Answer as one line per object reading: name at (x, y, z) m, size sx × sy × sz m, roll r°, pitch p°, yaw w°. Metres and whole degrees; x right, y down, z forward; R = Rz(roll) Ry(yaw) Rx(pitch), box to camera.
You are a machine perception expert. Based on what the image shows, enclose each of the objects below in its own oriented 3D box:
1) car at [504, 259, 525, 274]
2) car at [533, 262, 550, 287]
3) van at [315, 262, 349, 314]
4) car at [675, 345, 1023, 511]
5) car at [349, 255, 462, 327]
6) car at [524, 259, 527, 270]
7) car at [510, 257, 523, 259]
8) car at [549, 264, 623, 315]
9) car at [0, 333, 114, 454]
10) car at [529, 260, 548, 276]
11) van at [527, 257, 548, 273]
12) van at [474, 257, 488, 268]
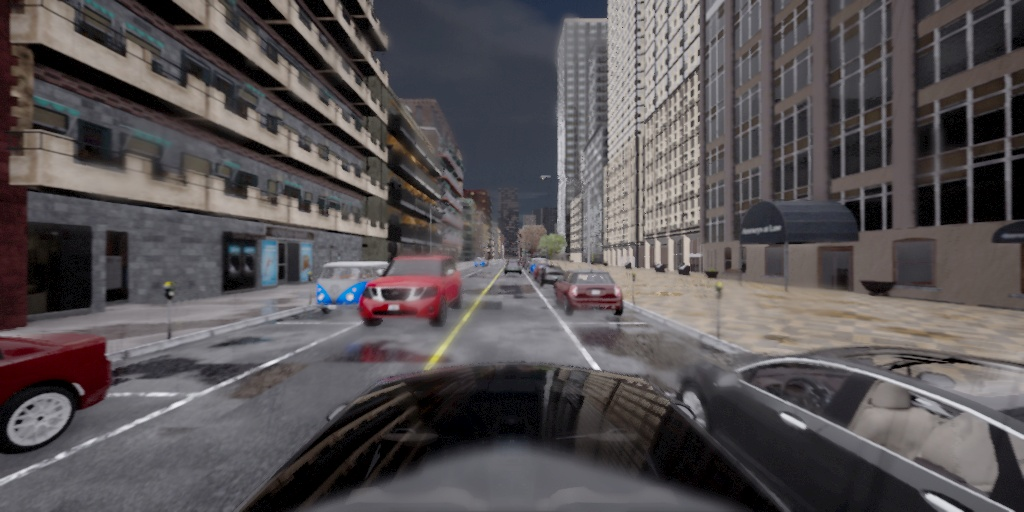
car at (0.109, 1.334, 40.893) m, size 1.994 × 1.385 × 4.181 m, roll 0°, pitch 0°, yaw 0°
car at (2.698, 1.322, 24.494) m, size 1.948 × 1.339 × 4.313 m, roll 0°, pitch 0°, yaw 0°
van at (-5.686, 1.092, 13.451) m, size 1.690 × 1.789 × 3.998 m, roll 0°, pitch 0°, yaw 0°
car at (2.693, 1.301, 2.404) m, size 2.007 × 1.370 × 4.403 m, roll 0°, pitch 0°, yaw 0°
car at (-3.003, 0.977, 11.930) m, size 2.150 × 2.045 × 5.566 m, roll 0°, pitch 0°, yaw 0°
car at (2.702, 1.321, 41.062) m, size 2.007 × 1.370 × 4.403 m, roll 0°, pitch 0°, yaw 0°
car at (0.114, 1.134, 52.998) m, size 2.097 × 1.767 × 4.553 m, roll 0°, pitch 0°, yaw 0°
car at (2.695, 1.191, 13.448) m, size 1.967 × 1.591 × 4.097 m, roll 0°, pitch 0°, yaw 0°
car at (-5.688, 1.295, 2.406) m, size 1.888 × 1.381 × 4.507 m, roll 0°, pitch 0°, yaw 0°
car at (2.699, 1.305, 30.017) m, size 1.888 × 1.381 × 4.507 m, roll 0°, pitch 0°, yaw 0°
van at (2.701, 1.106, 35.540) m, size 1.690 × 1.789 × 3.998 m, roll 0°, pitch 0°, yaw 0°
van at (-5.674, 1.136, 63.155) m, size 1.690 × 1.789 × 3.998 m, roll 0°, pitch 0°, yaw 0°
